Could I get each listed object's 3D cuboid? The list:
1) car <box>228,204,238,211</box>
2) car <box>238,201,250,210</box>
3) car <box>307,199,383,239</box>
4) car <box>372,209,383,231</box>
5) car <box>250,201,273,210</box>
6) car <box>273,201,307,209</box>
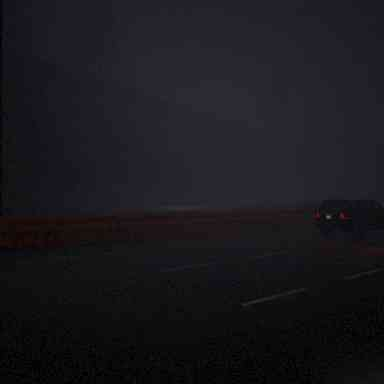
[{"bbox_3d":[7.181,1.848,41.898,5.357,1.411,2.033,1,0,-28],"label":"car"},{"bbox_3d":[8.192,1.767,38.425,5.008,1.535,1.882,1,0,-28],"label":"car"},{"bbox_3d":[9.311,1.404,18.610,5.566,2.045,2.150,1,0,-32],"label":"car"},{"bbox_3d":[10.886,1.669,15.445,4.902,1.511,2.128,1,0,-33],"label":"car"},{"bbox_3d":[8.541,1.834,34.595,4.181,1.385,1.994,1,0,-29],"label":"car"},{"bbox_3d":[10.383,1.620,31.625,4.553,1.767,2.097,1,0,-29],"label":"car"}]
